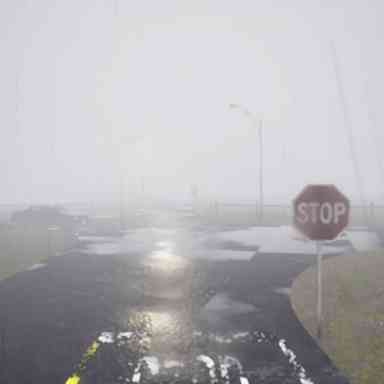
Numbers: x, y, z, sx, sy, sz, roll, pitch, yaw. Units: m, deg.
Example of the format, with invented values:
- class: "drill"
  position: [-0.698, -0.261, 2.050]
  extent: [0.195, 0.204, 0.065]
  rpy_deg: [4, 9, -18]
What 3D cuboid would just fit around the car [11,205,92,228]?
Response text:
- class: "car"
  position: [-9.171, 1.543, 21.568]
  extent: [5.357, 1.411, 2.033]
  rpy_deg: [-1, -1, 21]
